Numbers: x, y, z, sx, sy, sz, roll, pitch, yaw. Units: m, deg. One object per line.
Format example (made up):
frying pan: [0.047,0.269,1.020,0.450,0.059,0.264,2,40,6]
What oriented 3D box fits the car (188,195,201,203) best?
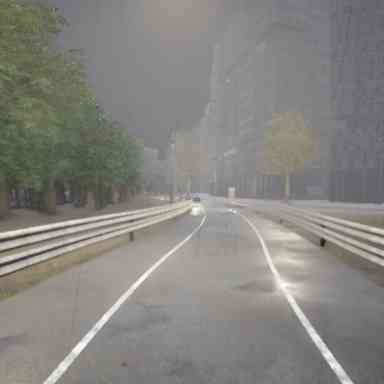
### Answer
car: [0.460,1.411,69.446,1.882,1.535,5.008,0,0,-12]
